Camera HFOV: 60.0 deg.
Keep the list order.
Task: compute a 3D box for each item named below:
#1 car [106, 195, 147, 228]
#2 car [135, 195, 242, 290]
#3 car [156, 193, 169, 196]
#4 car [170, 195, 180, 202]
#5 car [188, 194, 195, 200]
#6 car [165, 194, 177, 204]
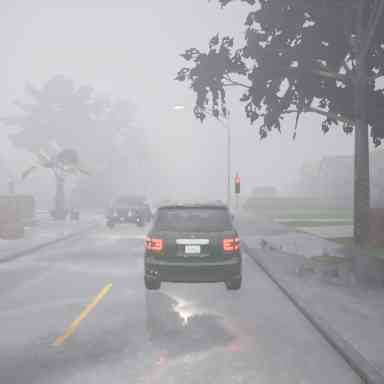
[{"bbox_3d":[-4.102,1.221,22.298,2.150,2.045,5.566,0,0,0],"label":"car"},{"bbox_3d":[0.036,1.221,9.228,2.150,2.045,5.566,0,0,0],"label":"car"},{"bbox_3d":[-4.105,1.221,46.805,2.150,2.045,5.566,0,0,0],"label":"car"},{"bbox_3d":[-4.006,1.517,79.658,2.128,1.511,4.902,0,0,0],"label":"car"},{"bbox_3d":[-0.007,1.356,88.183,1.812,1.442,4.674,0,0,0],"label":"car"},{"bbox_3d":[-4.046,1.351,64.757,2.097,1.767,4.553,0,0,0],"label":"car"}]
